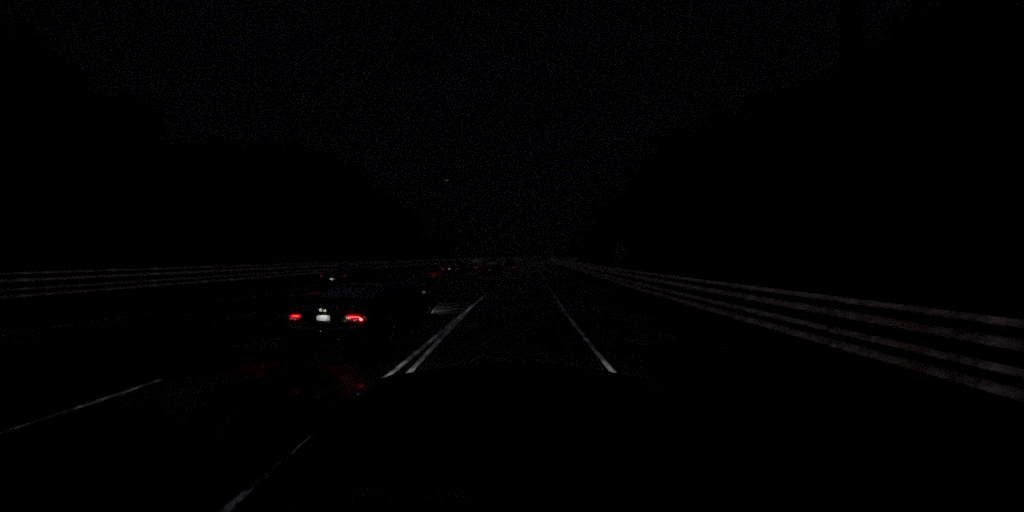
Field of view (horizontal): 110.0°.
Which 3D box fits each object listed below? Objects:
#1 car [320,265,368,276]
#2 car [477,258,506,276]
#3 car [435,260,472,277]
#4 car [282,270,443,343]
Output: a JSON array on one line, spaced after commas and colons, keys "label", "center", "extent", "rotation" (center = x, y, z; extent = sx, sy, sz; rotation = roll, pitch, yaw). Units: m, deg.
[{"label": "car", "center": [-9.935, 1.251, 21.945], "extent": [1.994, 1.385, 4.181], "rotation": [0, 0, 3]}, {"label": "car", "center": [-2.076, 1.218, 37.554], "extent": [1.882, 1.535, 5.008], "rotation": [0, 0, 3]}, {"label": "car", "center": [-5.679, 1.264, 35.734], "extent": [2.033, 1.411, 5.357], "rotation": [0, 0, 3]}, {"label": "car", "center": [-3.593, 1.275, 9.594], "extent": [2.033, 1.411, 5.357], "rotation": [0, 0, 3]}]
